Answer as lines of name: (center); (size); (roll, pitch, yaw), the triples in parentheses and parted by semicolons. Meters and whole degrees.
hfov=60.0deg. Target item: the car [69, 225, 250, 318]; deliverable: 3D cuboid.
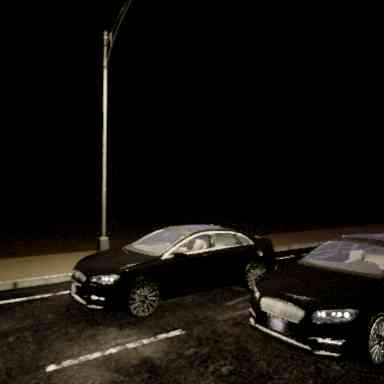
car: (-0.177, 1.536, 7.552); (4.902, 1.511, 2.128); (1, 0, -36)

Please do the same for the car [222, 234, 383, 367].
car: (3.152, 1.555, 5.936); (4.902, 1.511, 2.128); (1, 0, -36)
